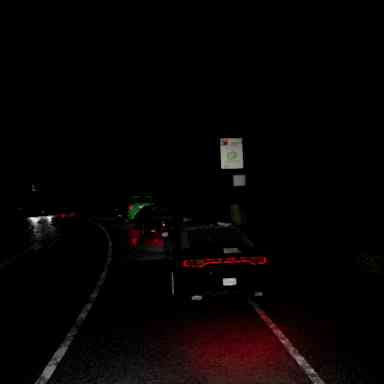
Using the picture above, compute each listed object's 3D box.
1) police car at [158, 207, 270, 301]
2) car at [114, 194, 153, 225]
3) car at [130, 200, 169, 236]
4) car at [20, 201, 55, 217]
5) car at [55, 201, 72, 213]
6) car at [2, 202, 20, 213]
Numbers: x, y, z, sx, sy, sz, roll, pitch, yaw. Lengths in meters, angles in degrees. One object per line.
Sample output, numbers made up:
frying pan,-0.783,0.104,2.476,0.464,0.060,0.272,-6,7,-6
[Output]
police car,0.297,1.403,8.525,1.930,1.638,5.238,-1,0,-8
car,-4.259,1.213,24.491,2.150,2.045,5.566,-2,0,-23
car,-2.050,1.449,18.592,1.882,1.535,5.008,-2,0,-18
car,-17.438,1.981,37.370,1.837,1.490,4.892,-4,1,-40
car,-17.044,1.862,42.284,4.902,1.511,2.128,-2,2,45
car,-27.552,2.352,51.566,4.892,1.490,1.837,-3,2,34
